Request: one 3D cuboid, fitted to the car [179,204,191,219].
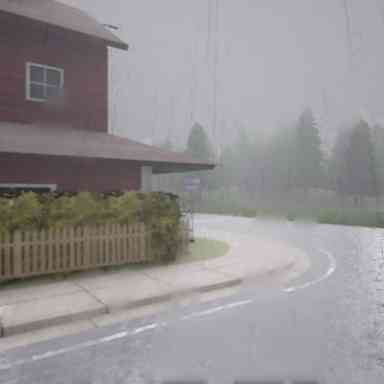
[{"bbox_3d":[-1.893,1.353,26.142,1.837,1.490,4.892,0,0,-35],"label":"car"}]
